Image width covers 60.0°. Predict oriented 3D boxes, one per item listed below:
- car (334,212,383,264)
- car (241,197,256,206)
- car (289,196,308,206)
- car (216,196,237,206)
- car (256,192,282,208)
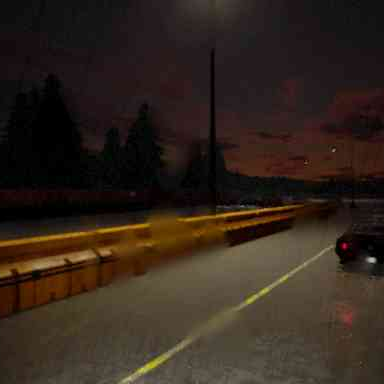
[{"bbox_3d":[6.121,1.547,10.882,1.895,1.301,4.718,0,0,34],"label":"car"},{"bbox_3d":[8.614,1.362,49.082,1.994,1.385,4.181,0,0,26],"label":"car"},{"bbox_3d":[14.430,1.279,45.032,1.882,1.535,5.008,0,1,26],"label":"car"},{"bbox_3d":[5.233,1.348,50.023,2.033,1.411,5.357,0,0,26],"label":"car"},{"bbox_3d":[10.937,1.026,45.823,2.150,2.045,5.566,0,0,26],"label":"car"}]
